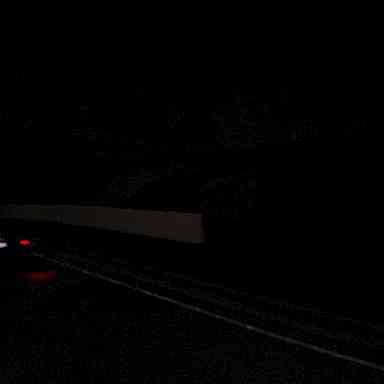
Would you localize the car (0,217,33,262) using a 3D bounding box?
[{"bbox_3d":[-6.984,1.491,10.811,5.357,1.411,2.033,0,0,44],"label":"car"}]
